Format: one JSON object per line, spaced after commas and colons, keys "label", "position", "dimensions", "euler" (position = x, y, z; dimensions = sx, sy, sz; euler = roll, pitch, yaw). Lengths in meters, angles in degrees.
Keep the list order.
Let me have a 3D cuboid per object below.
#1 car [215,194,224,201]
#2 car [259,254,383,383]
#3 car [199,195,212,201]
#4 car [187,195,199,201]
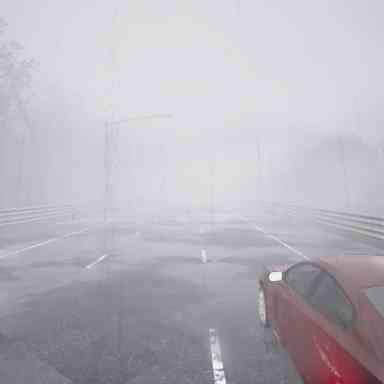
{"label": "car", "position": [7.028, 1.437, 86.204], "dimensions": [2.097, 1.767, 4.553], "euler": [0, 0, 7]}
{"label": "car", "position": [2.081, 1.479, 3.904], "dimensions": [1.882, 1.535, 5.008], "euler": [0, 0, 1]}
{"label": "car", "position": [3.467, 1.676, 85.835], "dimensions": [1.895, 1.301, 4.718], "euler": [0, 0, 7]}
{"label": "car", "position": [-0.063, 1.621, 85.755], "dimensions": [2.033, 1.411, 5.357], "euler": [0, 0, 7]}
